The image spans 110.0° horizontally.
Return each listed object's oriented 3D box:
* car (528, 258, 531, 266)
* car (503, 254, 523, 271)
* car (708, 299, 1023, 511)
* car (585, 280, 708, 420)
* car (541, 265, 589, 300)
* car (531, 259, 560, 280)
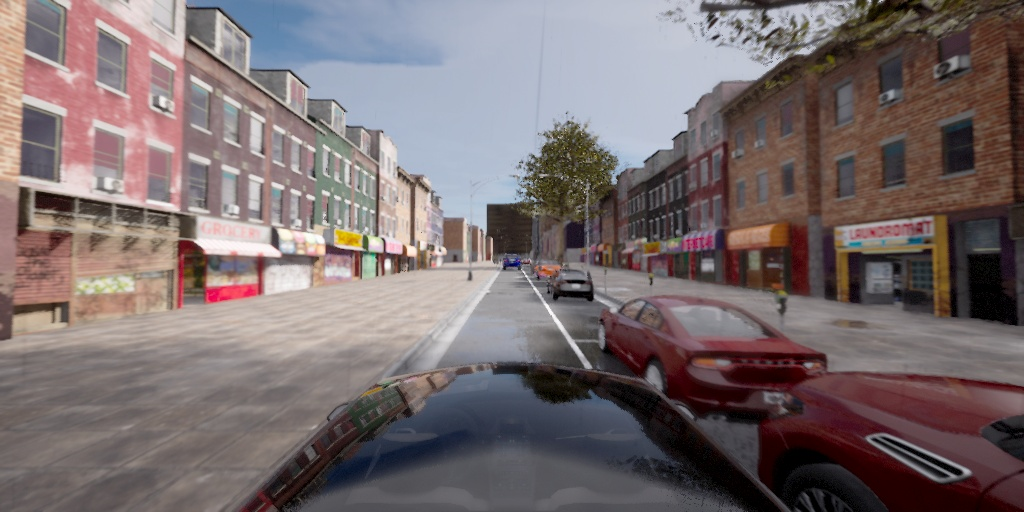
[{"bbox_3d":[3.016,1.119,37.169,1.882,1.535,5.008,0,0,0],"label":"car"},{"bbox_3d":[0.003,0.742,46.467,2.150,2.045,5.566,0,0,0],"label":"car"},{"bbox_3d":[2.639,1.065,0.291,2.192,1.841,5.009,0,0,0],"label":"car"},{"bbox_3d":[2.640,1.292,5.849,1.888,1.381,4.507,0,0,0],"label":"car"},{"bbox_3d":[2.640,1.286,16.963,1.948,1.339,4.313,0,0,0],"label":"car"},{"bbox_3d":[2.988,1.021,30.135,2.097,1.767,4.553,0,0,0],"label":"car"}]
